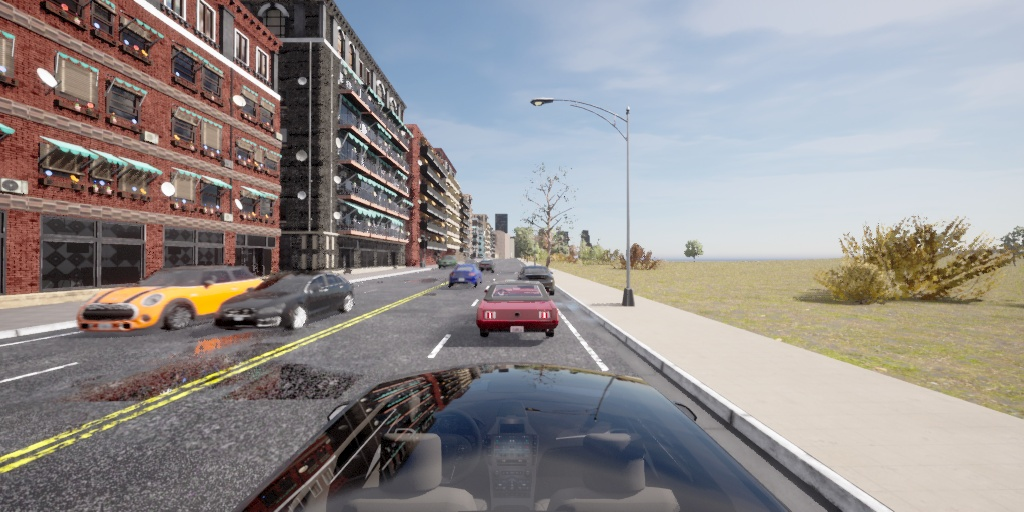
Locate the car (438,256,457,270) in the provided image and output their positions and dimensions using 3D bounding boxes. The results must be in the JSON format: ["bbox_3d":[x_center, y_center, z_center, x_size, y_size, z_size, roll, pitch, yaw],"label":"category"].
[{"bbox_3d":[-9.627,0.971,54.129,2.150,2.045,5.566,0,0,0],"label":"car"}]

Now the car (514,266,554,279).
[{"bbox_3d":[1.210,1.257,19.435,1.837,1.490,4.892,0,0,0],"label":"car"}]

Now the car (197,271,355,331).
[{"bbox_3d":[-6.564,1.256,11.041,1.837,1.490,4.892,0,0,0],"label":"car"}]

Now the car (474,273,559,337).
[{"bbox_3d":[0.133,1.352,10.235,1.895,1.301,4.718,0,0,0],"label":"car"}]

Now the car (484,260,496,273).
[{"bbox_3d":[-2.980,1.256,42.579,1.837,1.490,4.892,0,0,0],"label":"car"}]

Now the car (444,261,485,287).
[{"bbox_3d":[-3.058,1.278,24.085,1.812,1.442,4.674,0,0,0],"label":"car"}]

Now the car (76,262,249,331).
[{"bbox_3d":[-9.814,1.103,10.893,2.097,1.767,4.553,0,0,0],"label":"car"}]

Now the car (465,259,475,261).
[{"bbox_3d":[-6.374,1.255,54.411,1.837,1.490,4.892,0,0,0],"label":"car"}]
